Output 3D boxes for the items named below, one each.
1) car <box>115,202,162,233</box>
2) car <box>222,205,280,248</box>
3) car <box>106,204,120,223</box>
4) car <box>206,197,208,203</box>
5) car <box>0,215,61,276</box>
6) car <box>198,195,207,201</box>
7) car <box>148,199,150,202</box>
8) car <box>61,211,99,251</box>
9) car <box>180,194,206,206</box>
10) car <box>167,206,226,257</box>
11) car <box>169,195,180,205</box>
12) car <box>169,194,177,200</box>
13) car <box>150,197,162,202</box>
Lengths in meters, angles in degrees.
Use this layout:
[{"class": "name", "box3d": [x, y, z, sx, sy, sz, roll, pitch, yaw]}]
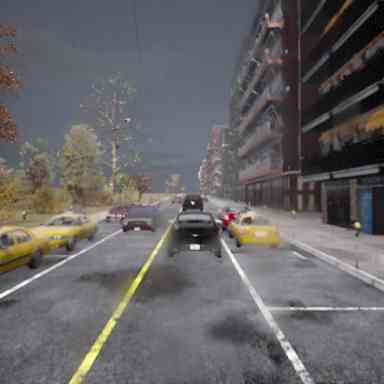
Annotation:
[{"class": "car", "box3d": [-2.849, 1.542, 19.975, 2.033, 1.411, 5.357, 0, 0, 0]}, {"class": "car", "box3d": [2.574, 1.522, 14.673, 1.752, 1.417, 4.829, 1, 0, 0]}, {"class": "car", "box3d": [-5.308, 1.576, 25.355, 1.802, 1.307, 4.206, 1, 0, 0]}, {"class": "car", "box3d": [2.571, 1.566, 69.952, 1.802, 1.307, 4.206, 1, 0, 0]}, {"class": "car", "box3d": [-5.306, 1.523, 8.576, 1.752, 1.417, 4.829, 1, 0, 0]}, {"class": "car", "box3d": [2.571, 1.533, 81.041, 2.008, 1.369, 4.403, 1, 0, 0]}, {"class": "car", "box3d": [-5.308, 1.575, 30.891, 1.802, 1.307, 4.206, 1, 0, 0]}, {"class": "car", "box3d": [-5.307, 1.522, 14.112, 1.752, 1.417, 4.829, 1, 0, 0]}, {"class": "car", "box3d": [0.098, 1.213, 35.381, 2.150, 2.045, 5.566, 0, 0, 0]}, {"class": "car", "box3d": [0.096, 1.501, 12.986, 1.837, 1.490, 4.892, 0, 0, 0]}, {"class": "car", "box3d": [-2.797, 1.463, 60.667, 1.882, 1.535, 5.008, 0, 0, 1]}, {"class": "car", "box3d": [-5.308, 1.420, 91.790, 1.967, 1.590, 4.097, 1, 0, 0]}, {"class": "car", "box3d": [-5.307, 1.429, 47.500, 1.967, 1.590, 4.097, 1, 0, 0]}]
